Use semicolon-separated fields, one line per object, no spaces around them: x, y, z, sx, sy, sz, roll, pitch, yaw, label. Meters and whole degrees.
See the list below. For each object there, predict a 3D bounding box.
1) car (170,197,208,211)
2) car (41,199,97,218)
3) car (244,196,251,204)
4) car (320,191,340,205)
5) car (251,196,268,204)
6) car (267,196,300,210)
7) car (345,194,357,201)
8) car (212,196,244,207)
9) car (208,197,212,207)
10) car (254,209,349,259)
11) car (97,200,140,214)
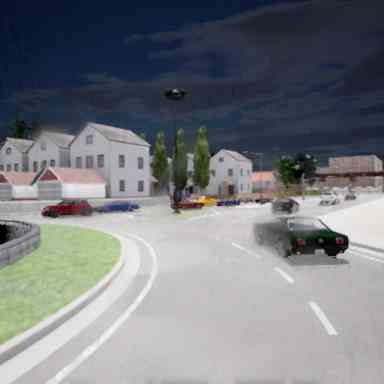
-0.577;1.603;41.031;1.895;1.301;4.718;-1;0;39;car
-11.826;1.496;31.570;4.553;1.767;2.097;-1;0;-31;car
9.998;1.430;62.259;1.994;1.385;4.181;-1;0;34;car
22.021;0.938;53.065;2.150;2.045;5.566;-1;0;33;car
12.979;1.430;60.422;1.895;1.301;4.718;-1;0;34;car
9.508;1.354;33.503;1.882;1.535;5.008;-1;0;29;car
34.193;1.086;71.623;1.812;1.442;4.674;-1;0;34;car
5.360;1.527;49.029;1.895;1.301;4.718;-1;0;34;car
1.481;1.452;49.572;1.882;1.535;5.008;-1;0;35;car
3.753;1.552;12.447;1.895;1.301;4.718;-1;0;-5;car
-8.589;1.649;37.820;5.357;1.411;2.033;-1;0;-40;car
